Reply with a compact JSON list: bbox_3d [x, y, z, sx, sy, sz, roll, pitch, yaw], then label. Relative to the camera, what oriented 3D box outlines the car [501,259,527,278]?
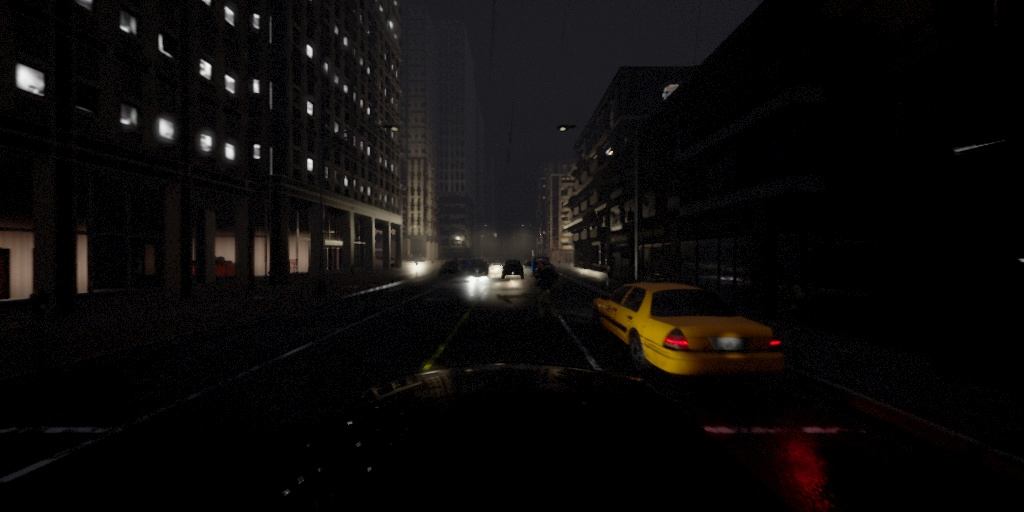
[{"bbox_3d":[0.078,1.096,31.269,1.837,1.490,4.892,0,1,0],"label":"car"}]

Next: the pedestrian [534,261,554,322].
[{"bbox_3d":[0.933,0.996,10.425,0.375,1.860,0.375,0,0,-2],"label":"pedestrian"}]

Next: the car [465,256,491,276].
[{"bbox_3d":[-3.096,1.065,34.460,2.128,1.511,4.902,0,0,0],"label":"car"}]

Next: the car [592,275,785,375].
[{"bbox_3d":[3.000,1.174,7.506,1.801,1.575,5.366,0,0,0],"label":"car"}]

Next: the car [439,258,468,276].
[{"bbox_3d":[-5.691,1.141,33.998,1.948,1.339,4.313,0,0,0],"label":"car"}]

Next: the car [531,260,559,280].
[{"bbox_3d":[2.689,1.187,28.350,1.802,1.307,4.207,0,0,0],"label":"car"}]

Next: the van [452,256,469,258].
[{"bbox_3d":[-5.692,0.887,39.647,1.690,1.789,3.998,0,0,0],"label":"van"}]

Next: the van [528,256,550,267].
[{"bbox_3d":[2.689,0.916,33.998,1.690,1.789,3.998,0,0,0],"label":"van"}]
